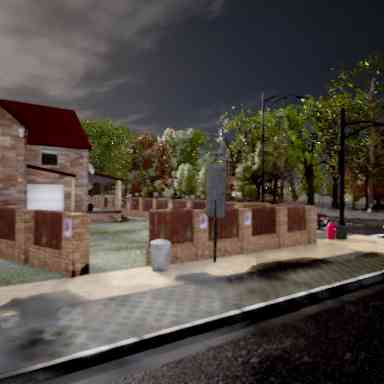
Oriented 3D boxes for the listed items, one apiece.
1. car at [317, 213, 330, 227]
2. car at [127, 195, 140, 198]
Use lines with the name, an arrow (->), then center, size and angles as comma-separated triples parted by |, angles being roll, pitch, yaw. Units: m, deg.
car -> 7.129, 1.616, 22.932 | 1.812, 1.442, 4.674 | 1, 0, -36
car -> -10.705, 1.337, 59.296 | 2.097, 1.767, 4.553 | 1, 0, -36
